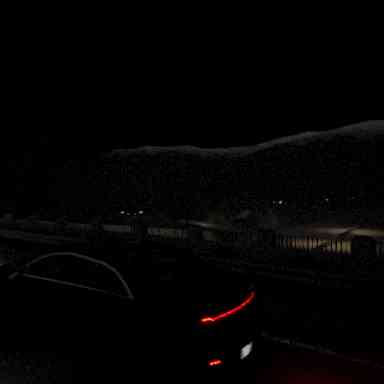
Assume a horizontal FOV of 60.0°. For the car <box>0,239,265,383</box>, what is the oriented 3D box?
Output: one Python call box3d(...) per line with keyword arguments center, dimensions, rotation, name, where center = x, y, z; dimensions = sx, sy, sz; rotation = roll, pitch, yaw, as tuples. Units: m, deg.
box3d(center=(-1.378, 1.478, 4.982), dimensions=(4.902, 1.511, 2.128), rotation=(0, 0, 36), name="car")
